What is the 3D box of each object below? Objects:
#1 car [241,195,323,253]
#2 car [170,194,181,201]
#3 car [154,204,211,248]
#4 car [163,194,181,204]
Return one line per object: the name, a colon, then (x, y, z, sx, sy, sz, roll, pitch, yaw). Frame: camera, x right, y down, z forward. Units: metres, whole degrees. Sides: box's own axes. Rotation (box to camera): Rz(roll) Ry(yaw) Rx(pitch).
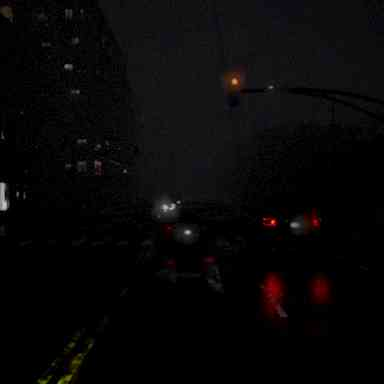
car: (3.322, 1.118, 13.292, 2.150, 2.045, 5.566, 0, 1, 1)
car: (-3.222, 1.060, 66.950, 1.994, 1.385, 4.181, 0, 0, 0)
car: (-0.507, 1.451, 14.279, 1.994, 1.385, 4.181, 0, 1, -10)
car: (-3.302, 1.105, 50.575, 2.128, 1.511, 4.902, 0, 0, 0)
